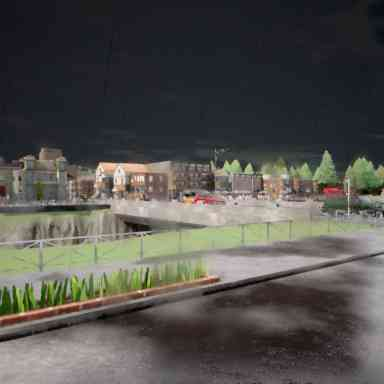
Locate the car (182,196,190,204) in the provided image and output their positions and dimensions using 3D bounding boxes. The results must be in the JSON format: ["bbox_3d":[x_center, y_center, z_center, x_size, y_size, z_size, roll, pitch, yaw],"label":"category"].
[{"bbox_3d":[0.215,1.352,55.925,2.097,1.767,4.553,0,0,-36],"label":"car"}]

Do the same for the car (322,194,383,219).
[{"bbox_3d":[14.280,1.223,29.203,2.150,2.045,5.566,0,0,-36],"label":"car"}]

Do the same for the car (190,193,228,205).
[{"bbox_3d":[2.534,1.221,45.522,2.150,2.045,5.566,0,0,-36],"label":"car"}]

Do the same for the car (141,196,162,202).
[{"bbox_3d":[-7.184,1.401,59.186,1.895,1.301,4.718,0,0,-36],"label":"car"}]
